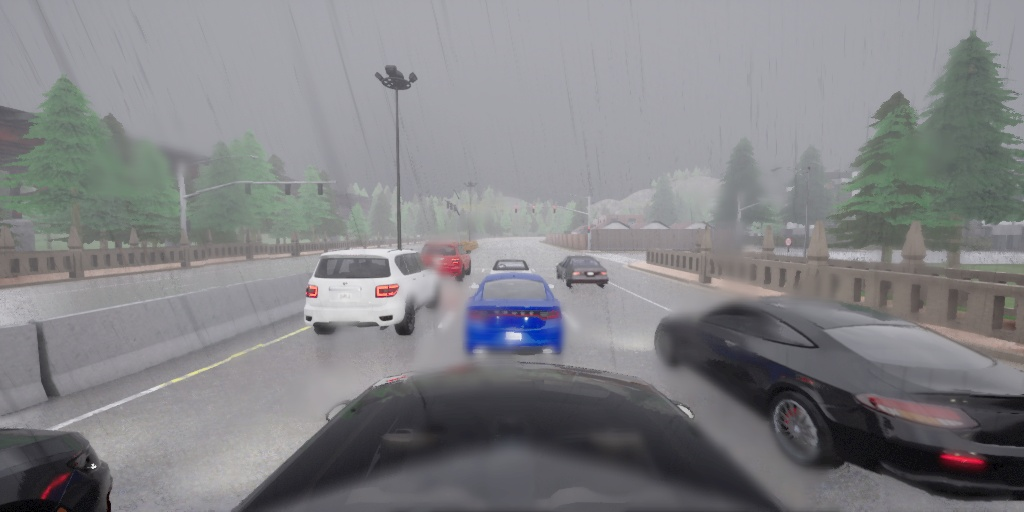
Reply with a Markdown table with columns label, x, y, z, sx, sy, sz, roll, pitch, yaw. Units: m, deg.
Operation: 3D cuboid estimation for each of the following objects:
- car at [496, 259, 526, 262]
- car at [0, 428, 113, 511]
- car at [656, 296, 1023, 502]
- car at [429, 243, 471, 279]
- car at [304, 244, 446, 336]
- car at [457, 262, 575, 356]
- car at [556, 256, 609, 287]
| label | x | y | z | sx | sy | sz | roll | pitch | yaw |
| --- | --- | --- | --- | --- | --- | --- | --- | --- | --- |
| car | -0.064 | 0.796 | 17.472 | 1.895 | 1.301 | 4.718 | 0 | 3 | -1 |
| car | -3.389 | 1.254 | 0.169 | 1.837 | 1.490 | 4.892 | 0 | 0 | -1 |
| car | 3.572 | 1.251 | 4.692 | 1.812 | 1.442 | 4.674 | 0 | 1 | 0 |
| car | -3.593 | 0.259 | 20.044 | 2.150 | 2.045 | 5.566 | 0 | 4 | -1 |
| car | -3.480 | 0.803 | 10.055 | 2.150 | 2.045 | 5.566 | 0 | 2 | -1 |
| car | 0.035 | 1.115 | 8.422 | 1.882 | 1.535 | 5.008 | 0 | 2 | 0 |
| car | 3.428 | 0.694 | 18.328 | 2.033 | 1.411 | 5.357 | 0 | 3 | -1 |
